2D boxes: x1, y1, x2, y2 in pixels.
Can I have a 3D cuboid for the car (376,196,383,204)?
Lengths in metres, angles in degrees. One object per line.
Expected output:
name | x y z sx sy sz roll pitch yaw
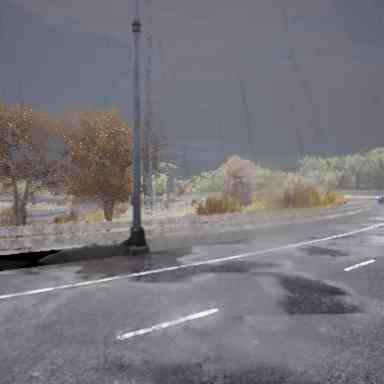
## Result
car | 36.002 1.535 61.414 1.882 1.535 5.008 0 0 15

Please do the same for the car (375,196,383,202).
car | 46.999 1.766 81.562 1.837 1.490 4.892 0 0 4
